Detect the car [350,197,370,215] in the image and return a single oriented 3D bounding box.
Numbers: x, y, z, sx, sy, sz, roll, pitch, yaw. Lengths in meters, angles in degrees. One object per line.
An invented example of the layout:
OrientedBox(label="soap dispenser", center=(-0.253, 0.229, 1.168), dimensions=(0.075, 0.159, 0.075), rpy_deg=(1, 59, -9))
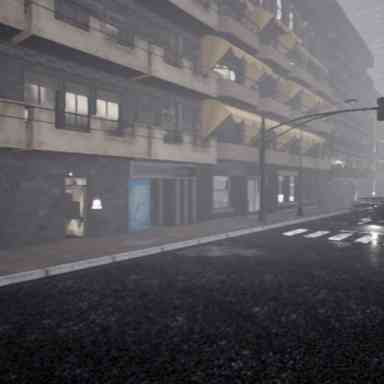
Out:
OrientedBox(label="car", center=(13.972, 1.121, 26.666), dimensions=(2.008, 1.369, 4.403), rpy_deg=(1, 1, 39))

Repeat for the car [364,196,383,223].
OrientedBox(label="car", center=(12.939, 1.216, 21.299), dimensions=(2.033, 1.411, 5.357), rpy_deg=(1, 1, 39))
